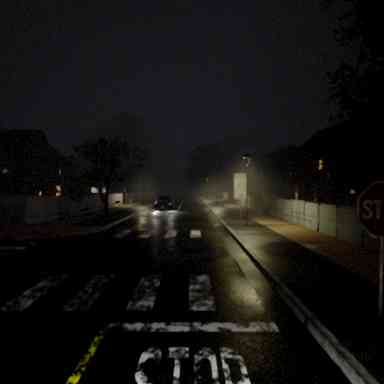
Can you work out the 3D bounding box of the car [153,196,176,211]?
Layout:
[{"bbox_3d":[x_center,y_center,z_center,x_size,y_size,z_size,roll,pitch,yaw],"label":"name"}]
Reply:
[{"bbox_3d":[-2.800,1.102,33.923,1.812,1.442,4.674,0,1,0],"label":"car"}]
